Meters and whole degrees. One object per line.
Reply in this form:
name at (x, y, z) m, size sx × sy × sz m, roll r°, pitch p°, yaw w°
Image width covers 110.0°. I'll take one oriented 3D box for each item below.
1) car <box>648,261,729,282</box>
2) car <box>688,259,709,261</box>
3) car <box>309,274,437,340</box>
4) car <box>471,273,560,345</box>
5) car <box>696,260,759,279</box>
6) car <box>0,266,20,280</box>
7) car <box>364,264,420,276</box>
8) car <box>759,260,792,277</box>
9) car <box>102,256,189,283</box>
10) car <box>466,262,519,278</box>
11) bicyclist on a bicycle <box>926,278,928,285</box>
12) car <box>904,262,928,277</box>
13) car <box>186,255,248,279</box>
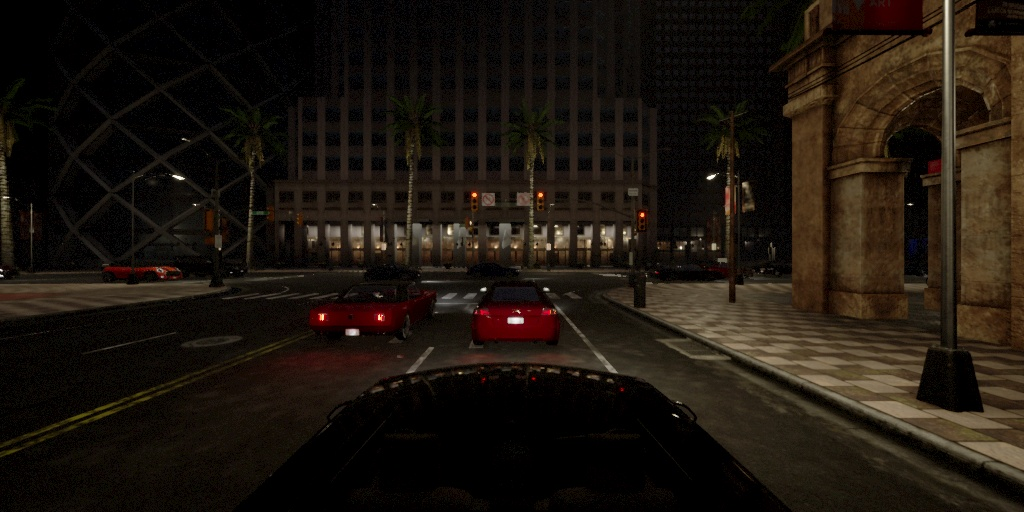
car at (13.466, 1.297, 27.876) m, size 5.357 × 1.411 × 2.033 m, roll 0°, pitch 0°, yaw 0°
car at (17.809, 1.101, 35.064) m, size 4.553 × 1.767 × 2.097 m, roll 0°, pitch 0°, yaw 0°
car at (-3.419, 1.351, 9.931) m, size 1.895 × 1.301 × 4.718 m, roll 0°, pitch 0°, yaw 0°
car at (0.080, 1.314, 9.470) m, size 1.994 × 1.385 × 4.181 m, roll 0°, pitch 0°, yaw 0°
car at (18.657, 1.313, 31.364) m, size 4.181 × 1.385 × 1.994 m, roll 0°, pitch 0°, yaw 0°
car at (-42.606, 1.102, 28.240) m, size 4.553 × 1.767 × 2.097 m, roll 0°, pitch 0°, yaw -27°
car at (-9.260, 1.313, 27.930) m, size 4.181 × 1.385 × 1.994 m, roll 0°, pitch 0°, yaw 0°
car at (26.902, 1.240, 35.039) m, size 4.902 × 1.511 × 2.128 m, roll 0°, pitch 0°, yaw 0°
car at (-28.433, 1.101, 27.712) m, size 4.553 × 1.767 × 2.097 m, roll 0°, pitch 0°, yaw -3°
car at (-1.673, 1.275, 31.404) m, size 4.674 × 1.442 × 1.812 m, roll 0°, pitch 0°, yaw 0°
bicyclist on a bicycle at (24.674, 1.050, 20.563) m, size 0.582 × 1.620 × 1.656 m, roll 0°, pitch 0°, yaw 0°
car at (37.565, 1.297, 35.000) m, size 5.357 × 1.411 × 2.033 m, roll 0°, pitch 0°, yaw 0°
car at (-26.422, 0.970, 31.331) m, size 5.566 × 2.045 × 2.150 m, roll 0°, pitch 0°, yaw -2°
